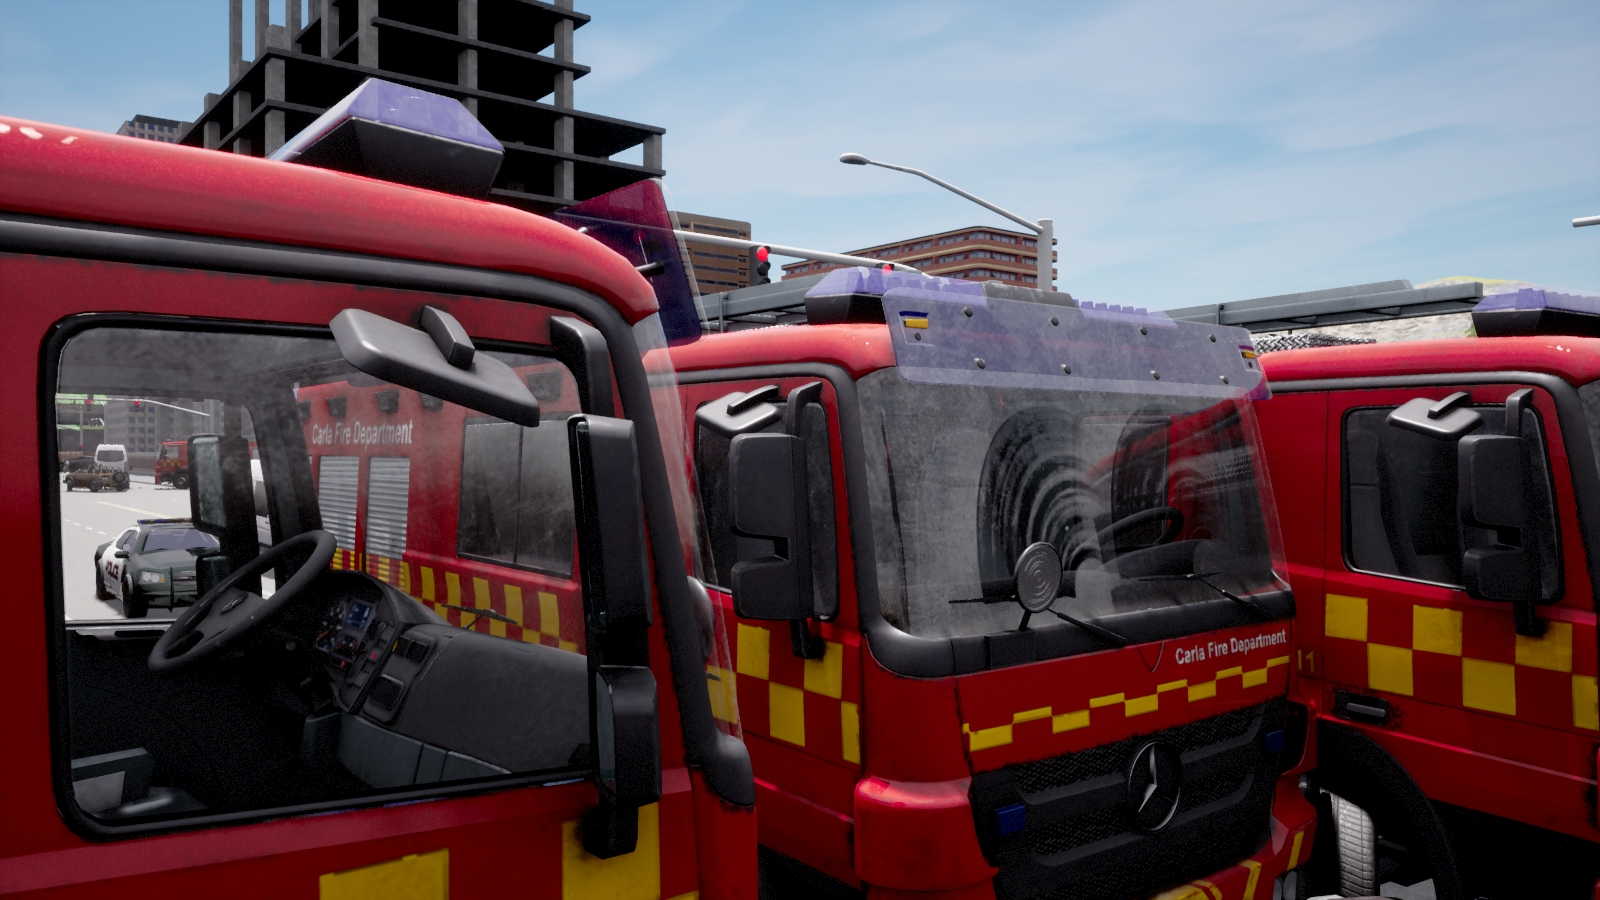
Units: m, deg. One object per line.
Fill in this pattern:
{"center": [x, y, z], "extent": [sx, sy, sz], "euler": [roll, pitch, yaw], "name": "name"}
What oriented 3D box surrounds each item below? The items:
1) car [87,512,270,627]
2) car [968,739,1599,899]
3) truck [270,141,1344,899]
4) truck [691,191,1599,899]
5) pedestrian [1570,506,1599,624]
{"center": [-11.386, 2.037, 20.746], "extent": [2.038, 1.542, 4.974], "euler": [0, 0, -39], "name": "car"}
{"center": [2.437, 2.065, 3.109], "extent": [1.970, 1.475, 3.806], "euler": [0, 0, -30], "name": "car"}
{"center": [-1.099, 0.890, 8.003], "extent": [2.891, 3.827, 8.468], "euler": [0, 0, -38], "name": "truck"}
{"center": [2.348, 0.890, 8.605], "extent": [2.891, 3.827, 8.468], "euler": [0, 0, -31], "name": "truck"}
{"center": [12.779, 1.848, 18.486], "extent": [0.375, 1.860, 0.375], "euler": [0, 0, -10], "name": "pedestrian"}
